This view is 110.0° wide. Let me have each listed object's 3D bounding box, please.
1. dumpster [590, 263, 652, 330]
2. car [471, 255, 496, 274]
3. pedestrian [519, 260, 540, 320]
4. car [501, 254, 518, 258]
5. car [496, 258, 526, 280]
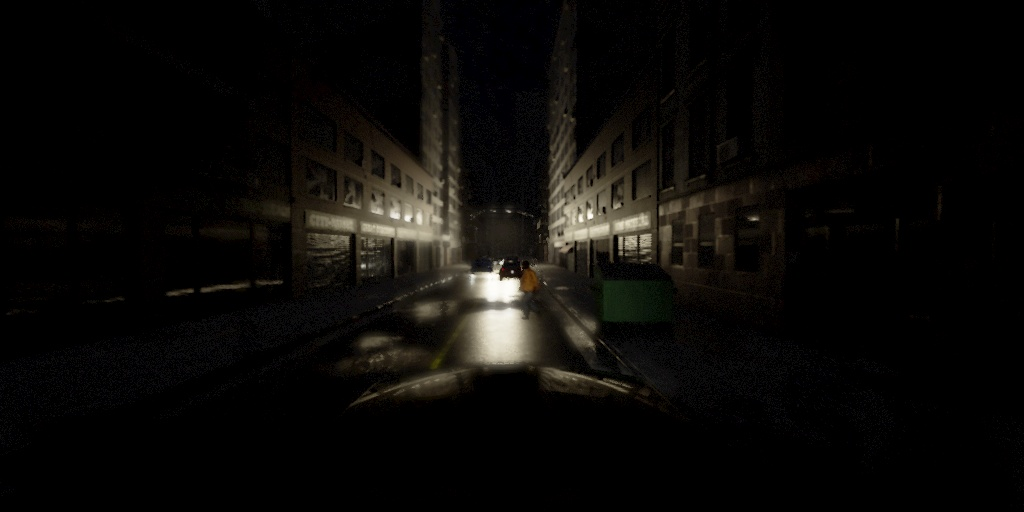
[{"bbox_3d":[3.005,1.054,10.125,1.020,1.700,1.940,0,0,0],"label":"dumpster"},{"bbox_3d":[-2.860,0.882,35.046,1.882,1.535,5.008,0,1,0],"label":"car"},{"bbox_3d":[0.511,0.951,10.490,0.375,1.860,0.375,-1,1,-14],"label":"pedestrian"},{"bbox_3d":[0.061,0.655,45.711,2.097,1.767,4.553,0,1,0],"label":"car"},{"bbox_3d":[0.049,1.048,27.017,1.994,1.385,4.181,0,1,1],"label":"car"}]
